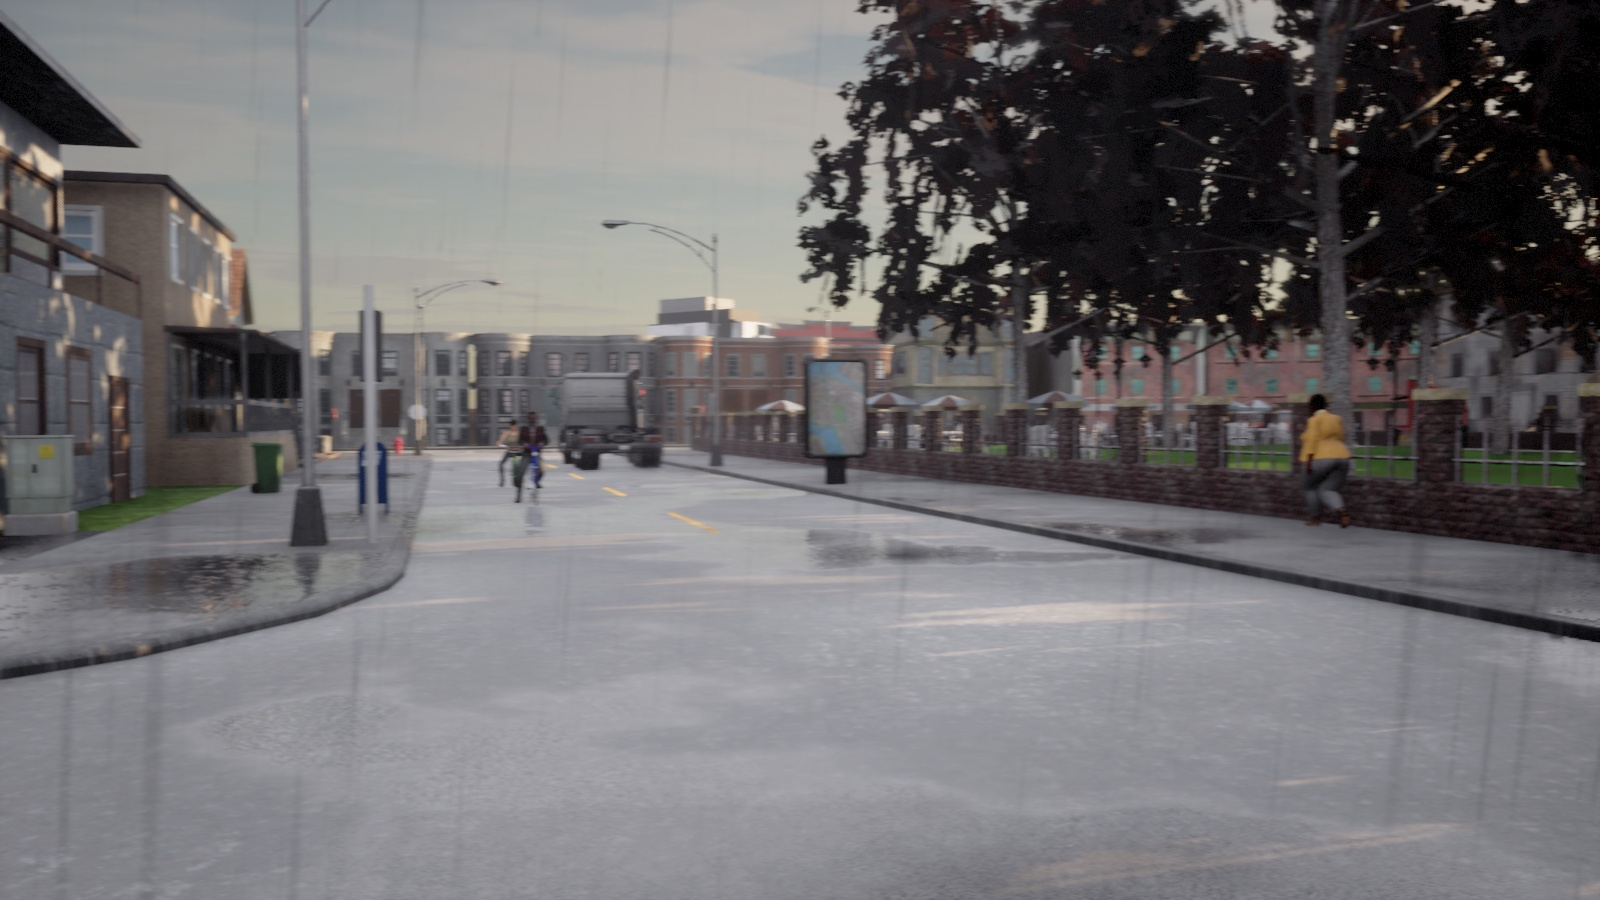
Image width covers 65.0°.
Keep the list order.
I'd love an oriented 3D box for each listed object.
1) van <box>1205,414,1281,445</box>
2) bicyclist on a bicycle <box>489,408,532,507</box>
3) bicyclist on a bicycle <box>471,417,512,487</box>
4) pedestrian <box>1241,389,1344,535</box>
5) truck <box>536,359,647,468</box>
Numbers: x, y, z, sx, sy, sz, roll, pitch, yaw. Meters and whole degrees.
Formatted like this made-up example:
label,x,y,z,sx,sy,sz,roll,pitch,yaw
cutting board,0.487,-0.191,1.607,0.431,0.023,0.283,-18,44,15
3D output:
label,x,y,z,sx,sy,sz,roll,pitch,yaw
van,28.277,-1.309,80.250,4.442,1.987,1.775,0,1,24
bicyclist on a bicycle,-5.446,0.115,23.590,0.659,1.776,1.843,0,1,-17
bicyclist on a bicycle,-7.332,0.027,29.837,0.866,1.612,1.509,0,1,-17
pedestrian,6.457,0.146,16.504,0.874,1.855,0.900,0,1,-17
truck,-7.502,-1.241,44.260,2.891,3.462,7.936,0,1,-17
